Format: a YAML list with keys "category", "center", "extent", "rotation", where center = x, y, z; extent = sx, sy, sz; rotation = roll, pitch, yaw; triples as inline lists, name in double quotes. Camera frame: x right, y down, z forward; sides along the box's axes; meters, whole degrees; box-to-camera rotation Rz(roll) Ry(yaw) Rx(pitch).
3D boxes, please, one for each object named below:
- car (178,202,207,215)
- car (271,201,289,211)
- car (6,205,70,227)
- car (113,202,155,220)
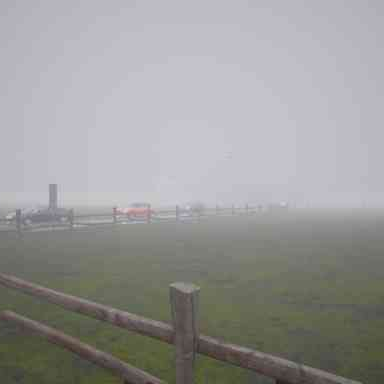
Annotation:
- category: "car"
  center: [-0.041, 2.018, 42.367]
  extent: [2.097, 1.767, 4.553]
  rotation: [-1, -1, 35]
- category: "car"
  center: [15.557, 2.407, 59.338]
  extent: [2.097, 1.767, 4.553]
  rotation: [-1, -1, 37]
- category: "car"
  center: [-11.727, 1.795, 25.885]
  extent: [2.128, 1.511, 4.902]
  rotation: [-1, -1, 36]
- category: "car"
  center: [-5.911, 1.836, 34.085]
  extent: [2.097, 1.767, 4.553]
  rotation: [-1, -1, 35]
